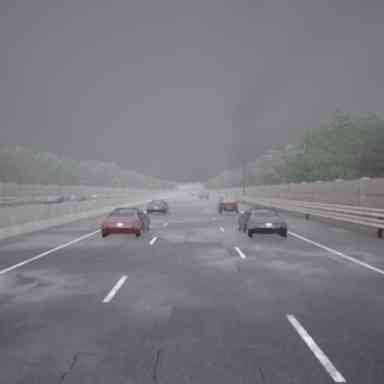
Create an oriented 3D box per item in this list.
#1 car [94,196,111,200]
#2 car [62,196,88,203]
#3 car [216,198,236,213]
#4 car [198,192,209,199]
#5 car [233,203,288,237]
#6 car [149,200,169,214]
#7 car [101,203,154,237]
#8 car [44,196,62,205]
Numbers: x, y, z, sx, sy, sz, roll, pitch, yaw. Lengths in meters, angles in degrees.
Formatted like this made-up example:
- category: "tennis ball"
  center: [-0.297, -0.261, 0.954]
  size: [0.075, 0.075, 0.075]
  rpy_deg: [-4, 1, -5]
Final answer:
- category: "car"
  center: [-14.048, 1.329, 52.261]
  size: [2.128, 1.511, 4.902]
  rpy_deg: [0, 0, 0]
- category: "car"
  center: [-17.549, 1.388, 51.284]
  size: [2.033, 1.411, 5.357]
  rpy_deg: [0, 0, 1]
- category: "car"
  center: [3.607, 1.360, 34.554]
  size: [1.882, 1.535, 5.008]
  rpy_deg: [0, 0, 0]
- category: "car"
  center: [3.515, 0.985, 90.876]
  size: [2.150, 2.045, 5.566]
  rpy_deg: [0, 0, 0]
- category: "car"
  center: [3.603, 1.501, 17.612]
  size: [1.994, 1.385, 4.181]
  rpy_deg: [0, 0, 0]
- category: "car"
  center: [-3.394, 1.450, 33.516]
  size: [1.994, 1.385, 4.181]
  rpy_deg: [0, 0, 0]
- category: "car"
  center: [-3.396, 1.501, 17.673]
  size: [1.994, 1.385, 4.181]
  rpy_deg: [0, 0, 0]
- category: "car"
  center: [-21.046, 1.318, 51.380]
  size: [1.882, 1.535, 5.008]
  rpy_deg: [0, 0, 0]
